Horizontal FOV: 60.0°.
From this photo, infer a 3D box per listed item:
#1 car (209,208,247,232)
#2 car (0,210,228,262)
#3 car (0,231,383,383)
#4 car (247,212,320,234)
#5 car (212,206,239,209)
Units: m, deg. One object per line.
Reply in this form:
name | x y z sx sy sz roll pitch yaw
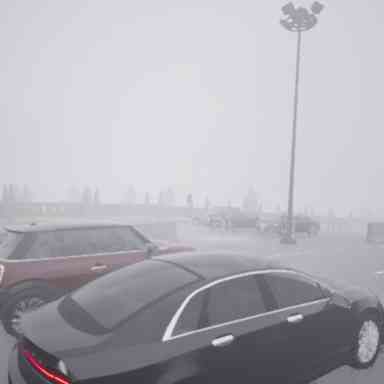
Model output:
car | 3.280 2.091 23.524 4.718 1.301 1.895 5 -3 -35
car | -1.729 1.360 6.812 4.553 1.767 2.097 0 0 -35
car | 0.530 1.513 4.124 4.892 1.490 1.837 0 0 -35
car | 6.216 2.057 21.317 4.902 1.511 2.128 5 -3 -35
car | 2.244 1.924 27.081 4.553 1.767 2.097 5 -3 -35
